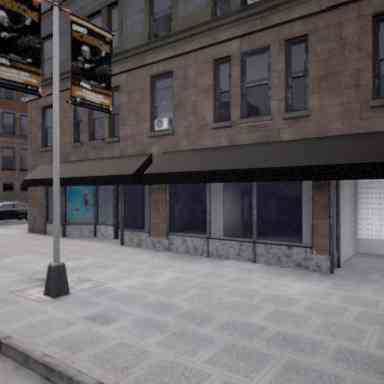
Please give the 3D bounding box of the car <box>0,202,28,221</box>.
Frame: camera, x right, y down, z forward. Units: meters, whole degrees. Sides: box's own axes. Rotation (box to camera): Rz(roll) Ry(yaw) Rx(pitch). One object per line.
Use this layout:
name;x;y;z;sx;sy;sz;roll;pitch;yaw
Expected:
car;-14.079;1.533;25.214;1.837;1.490;4.892;0;0;37
